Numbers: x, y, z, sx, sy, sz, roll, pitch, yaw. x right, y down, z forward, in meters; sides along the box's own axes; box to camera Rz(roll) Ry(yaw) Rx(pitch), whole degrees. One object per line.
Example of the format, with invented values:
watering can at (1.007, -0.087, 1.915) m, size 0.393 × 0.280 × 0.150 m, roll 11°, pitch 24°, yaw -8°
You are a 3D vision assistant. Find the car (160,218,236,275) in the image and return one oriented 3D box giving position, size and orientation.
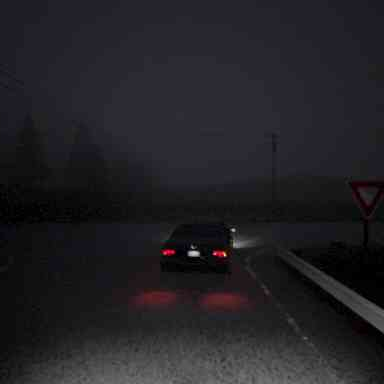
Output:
car at (0.348, 1.506, 10.350) m, size 2.033 × 1.411 × 5.357 m, roll 0°, pitch 0°, yaw 7°
